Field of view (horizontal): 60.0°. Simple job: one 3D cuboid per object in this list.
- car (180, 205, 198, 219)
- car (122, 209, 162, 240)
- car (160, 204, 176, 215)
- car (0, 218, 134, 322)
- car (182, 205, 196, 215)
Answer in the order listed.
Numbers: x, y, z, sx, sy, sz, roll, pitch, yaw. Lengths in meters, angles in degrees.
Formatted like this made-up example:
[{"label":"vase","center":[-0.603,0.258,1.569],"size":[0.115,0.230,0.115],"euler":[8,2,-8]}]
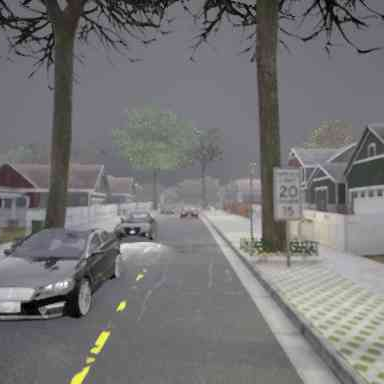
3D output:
[{"label":"car","center":[-0.283,2.252,36.552],"size":[1.895,1.301,4.718],"euler":[0,-1,0]},{"label":"car","center":[-3.015,1.856,18.640],"size":[1.994,1.385,4.181],"euler":[0,-1,-1]},{"label":"car","center":[-3.310,2.368,45.728],"size":[1.837,1.490,4.892],"euler":[0,-1,-1]},{"label":"car","center":[-2.910,1.595,7.708],"size":[2.128,1.511,4.902],"euler":[0,-1,0]},{"label":"car","center":[-0.425,2.488,46.607],"size":[1.895,1.301,4.718],"euler":[0,-1,0]}]
